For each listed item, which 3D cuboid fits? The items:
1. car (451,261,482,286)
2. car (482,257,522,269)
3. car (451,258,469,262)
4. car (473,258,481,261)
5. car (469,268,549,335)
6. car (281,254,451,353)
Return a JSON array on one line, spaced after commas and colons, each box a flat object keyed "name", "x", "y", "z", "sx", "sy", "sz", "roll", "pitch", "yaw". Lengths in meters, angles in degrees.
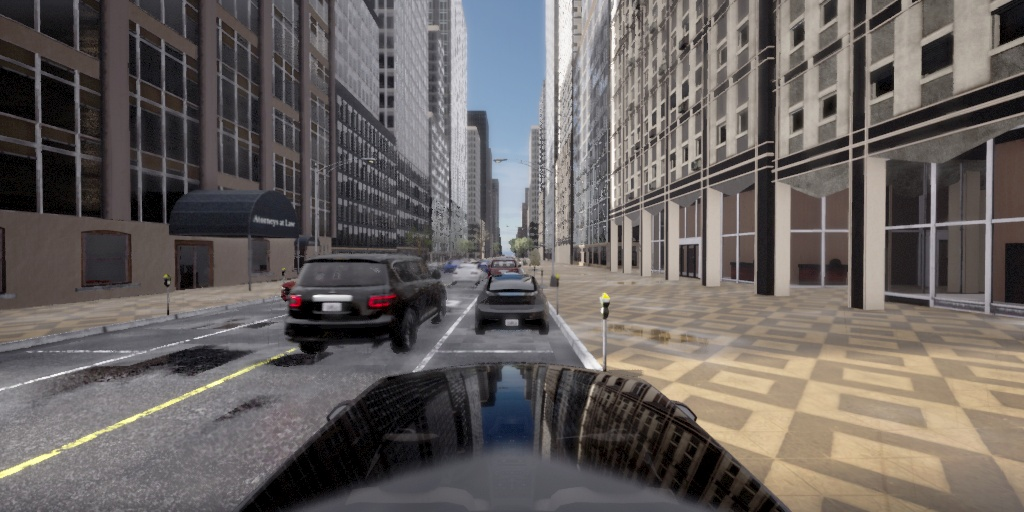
[{"name": "car", "x": -3.070, "y": 1.271, "z": 25.405, "sx": 1.812, "sy": 1.442, "sz": 4.674, "roll": 0, "pitch": 0, "yaw": 0}, {"name": "car", "x": -0.457, "y": 1.061, "z": 22.523, "sx": 2.192, "sy": 1.841, "sz": 5.009, "roll": 0, "pitch": 0, "yaw": 0}, {"name": "car", "x": -6.222, "y": 1.220, "z": 39.295, "sx": 1.882, "sy": 1.535, "sz": 5.008, "roll": 0, "pitch": 0, "yaw": 0}, {"name": "car", "x": -3.070, "y": 1.268, "z": 40.544, "sx": 1.812, "sy": 1.442, "sz": 4.674, "roll": 0, "pitch": 0, "yaw": 0}, {"name": "car", "x": -0.001, "y": 1.252, "z": 10.501, "sx": 1.837, "sy": 1.490, "sz": 4.892, "roll": 0, "pitch": 0, "yaw": 0}, {"name": "car", "x": -3.147, "y": 0.972, "z": 8.962, "sx": 2.150, "sy": 2.045, "sz": 5.566, "roll": 0, "pitch": 0, "yaw": 0}]
